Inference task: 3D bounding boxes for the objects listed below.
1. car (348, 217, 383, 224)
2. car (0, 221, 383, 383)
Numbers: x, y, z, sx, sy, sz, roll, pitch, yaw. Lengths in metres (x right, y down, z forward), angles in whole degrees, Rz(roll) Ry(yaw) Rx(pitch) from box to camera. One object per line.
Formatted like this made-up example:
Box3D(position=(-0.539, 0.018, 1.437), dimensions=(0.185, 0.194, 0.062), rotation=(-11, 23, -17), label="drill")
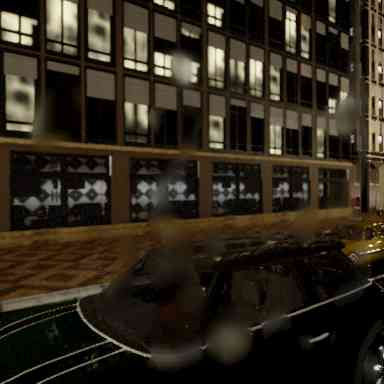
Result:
Box3D(position=(4.812, 1.448, 9.991), dimensions=(4.829, 1.417, 1.752), rotation=(-1, 0, -35), label="car")
Box3D(position=(0.099, 1.336, 3.400), dimensions=(4.553, 1.767, 2.097), rotation=(-1, 0, -35), label="car")
